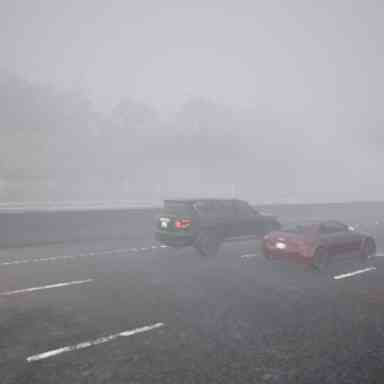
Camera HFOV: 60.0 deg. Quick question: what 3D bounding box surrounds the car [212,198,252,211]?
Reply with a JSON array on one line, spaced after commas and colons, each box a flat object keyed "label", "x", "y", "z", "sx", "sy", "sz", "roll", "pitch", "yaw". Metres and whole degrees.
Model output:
[{"label": "car", "x": 5.077, "y": 1.531, "z": 41.983, "sx": 4.902, "sy": 1.511, "sz": 2.128, "roll": 0, "pitch": 0, "yaw": -35}]

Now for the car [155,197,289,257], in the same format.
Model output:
[{"label": "car", "x": 1.218, "y": 1.228, "z": 13.215, "sx": 5.566, "sy": 2.045, "sz": 2.150, "roll": 0, "pitch": 0, "yaw": -35}]

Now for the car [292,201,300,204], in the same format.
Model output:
[{"label": "car", "x": 9.210, "y": 1.640, "z": 36.324, "sx": 4.718, "sy": 1.301, "sz": 1.895, "roll": 0, "pitch": 0, "yaw": -35}]

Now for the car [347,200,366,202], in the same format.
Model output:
[{"label": "car", "x": 19.207, "y": 1.610, "z": 39.149, "sx": 5.357, "sy": 1.411, "sz": 2.033, "roll": 0, "pitch": 0, "yaw": -35}]

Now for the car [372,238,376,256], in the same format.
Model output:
[{"label": "car", "x": 7.014, "y": 1.486, "z": 8.743, "sx": 5.008, "sy": 1.535, "sz": 1.882, "roll": 0, "pitch": 0, "yaw": -36}]

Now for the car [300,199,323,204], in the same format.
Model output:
[{"label": "car", "x": 15.752, "y": 1.612, "z": 45.283, "sx": 5.357, "sy": 1.411, "sz": 2.033, "roll": 0, "pitch": 0, "yaw": -35}]

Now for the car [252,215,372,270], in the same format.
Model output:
[{"label": "car", "x": 4.283, "y": 1.571, "z": 11.096, "sx": 4.181, "sy": 1.385, "sz": 1.994, "roll": 0, "pitch": 0, "yaw": -36}]
